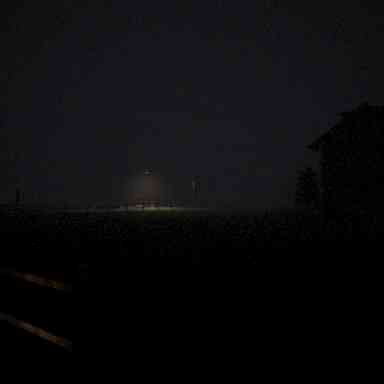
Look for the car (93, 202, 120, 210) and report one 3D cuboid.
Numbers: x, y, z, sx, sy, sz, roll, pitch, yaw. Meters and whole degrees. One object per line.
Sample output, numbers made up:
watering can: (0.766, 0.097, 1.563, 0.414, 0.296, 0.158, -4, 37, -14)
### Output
car: (-15.322, 2.492, 59.694, 1.895, 1.301, 4.718, 0, -1, 36)
